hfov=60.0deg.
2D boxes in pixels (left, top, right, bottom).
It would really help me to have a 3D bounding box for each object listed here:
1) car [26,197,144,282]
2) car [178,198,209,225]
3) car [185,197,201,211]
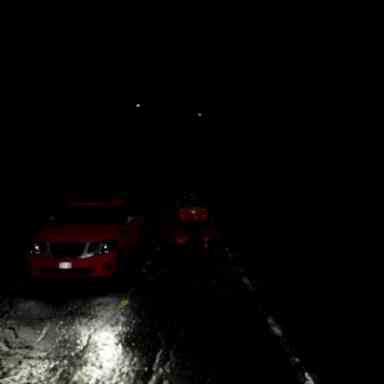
[{"bbox_3d":[-2.835,1.218,10.168,2.150,2.045,5.566,0,1,0],"label":"car"},{"bbox_3d":[0.100,1.365,24.251,2.097,1.767,4.553,0,0,0],"label":"car"},{"bbox_3d":[0.115,1.500,42.764,1.882,1.535,5.008,0,0,0],"label":"car"}]
